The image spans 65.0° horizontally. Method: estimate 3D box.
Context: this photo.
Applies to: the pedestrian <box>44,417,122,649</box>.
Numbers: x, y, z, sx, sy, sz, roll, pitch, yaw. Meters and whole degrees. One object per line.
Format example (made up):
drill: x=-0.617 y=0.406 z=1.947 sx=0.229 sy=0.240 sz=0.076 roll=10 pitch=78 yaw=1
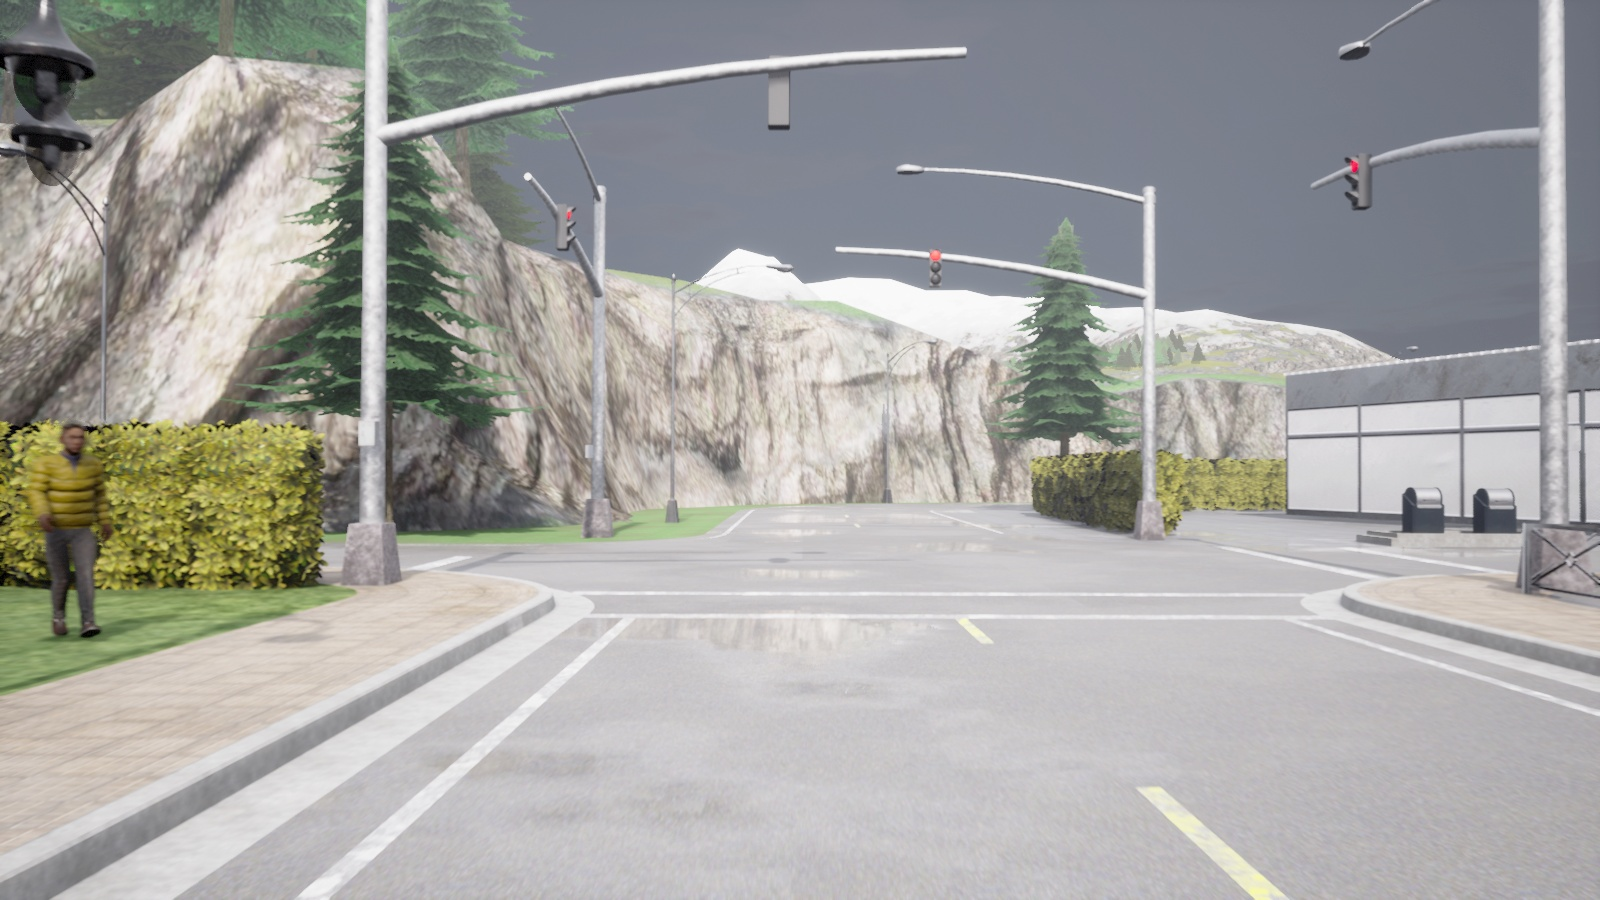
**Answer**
pedestrian: x=-5.946 y=0.668 z=10.401 sx=0.431 sy=1.840 sz=0.709 roll=1 pitch=-1 yaw=-40
